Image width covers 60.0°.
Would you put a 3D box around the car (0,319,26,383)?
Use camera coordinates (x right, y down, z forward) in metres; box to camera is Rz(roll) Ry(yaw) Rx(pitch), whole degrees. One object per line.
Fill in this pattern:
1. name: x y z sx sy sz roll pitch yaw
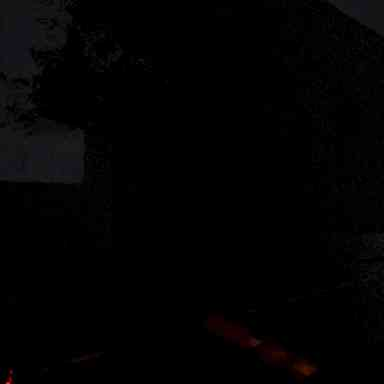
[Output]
1. car: -3.352 1.433 1.297 4.902 1.511 2.128 3 -1 -36
